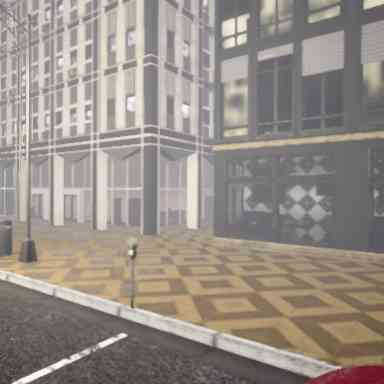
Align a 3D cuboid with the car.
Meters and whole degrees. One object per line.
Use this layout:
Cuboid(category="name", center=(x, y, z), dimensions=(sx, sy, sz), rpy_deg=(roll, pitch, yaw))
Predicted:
Cuboid(category="car", center=(2.486, 1.547, 1.098), dimensions=(4.507, 1.381, 1.887), rpy_deg=(0, 0, 35))
